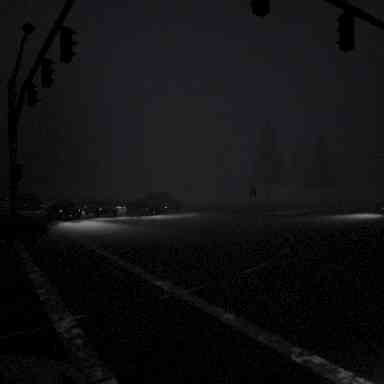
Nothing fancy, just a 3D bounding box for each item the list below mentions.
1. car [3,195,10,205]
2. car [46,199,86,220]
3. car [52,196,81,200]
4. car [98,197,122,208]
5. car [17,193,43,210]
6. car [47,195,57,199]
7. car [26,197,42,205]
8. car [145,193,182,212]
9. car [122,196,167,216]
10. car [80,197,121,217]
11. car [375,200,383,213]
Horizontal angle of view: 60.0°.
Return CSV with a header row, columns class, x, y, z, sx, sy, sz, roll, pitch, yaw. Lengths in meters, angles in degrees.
class,x,y,z,sx,sy,sz,roll,pitch,yaw
car,-31.574,1.288,57.952,2.097,1.767,4.553,-1,0,-35
car,-10.769,1.544,27.854,1.895,1.301,4.718,-1,0,-35
car,-15.187,1.515,40.349,1.895,1.301,4.718,-1,0,-35
car,-11.736,1.423,47.667,1.994,1.385,4.181,-1,0,-35
car,-20.338,1.162,41.650,2.150,2.045,5.566,-1,0,-35
car,-25.346,1.377,61.247,2.128,1.511,4.902,-1,0,-34
car,-28.064,1.512,59.014,1.895,1.301,4.718,-1,0,-34
car,-3.257,1.082,35.446,2.150,2.045,5.566,-1,0,-35
car,-4.879,1.436,31.643,2.033,1.411,5.357,-1,0,-35
car,-8.446,1.442,30.643,1.812,1.442,4.674,-1,0,-35
car,19.585,1.224,32.071,4.902,1.511,2.128,-1,0,-35
